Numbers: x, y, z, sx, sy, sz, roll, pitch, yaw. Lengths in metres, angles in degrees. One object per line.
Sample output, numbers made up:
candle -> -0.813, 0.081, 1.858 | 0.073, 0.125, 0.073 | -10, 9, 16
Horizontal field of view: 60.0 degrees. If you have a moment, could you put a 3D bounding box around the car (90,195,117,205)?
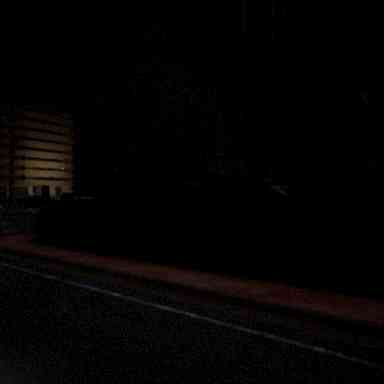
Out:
car -> -14.030, 1.173, 52.960 | 1.970, 1.475, 3.806 | 0, 0, 34

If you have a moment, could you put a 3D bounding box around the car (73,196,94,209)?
car -> -7.371, 1.280, 27.418 | 1.970, 1.475, 3.806 | 0, 0, 34

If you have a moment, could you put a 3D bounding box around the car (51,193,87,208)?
car -> -9.763, 1.025, 29.046 | 1.905, 1.878, 3.866 | 0, 0, 34
